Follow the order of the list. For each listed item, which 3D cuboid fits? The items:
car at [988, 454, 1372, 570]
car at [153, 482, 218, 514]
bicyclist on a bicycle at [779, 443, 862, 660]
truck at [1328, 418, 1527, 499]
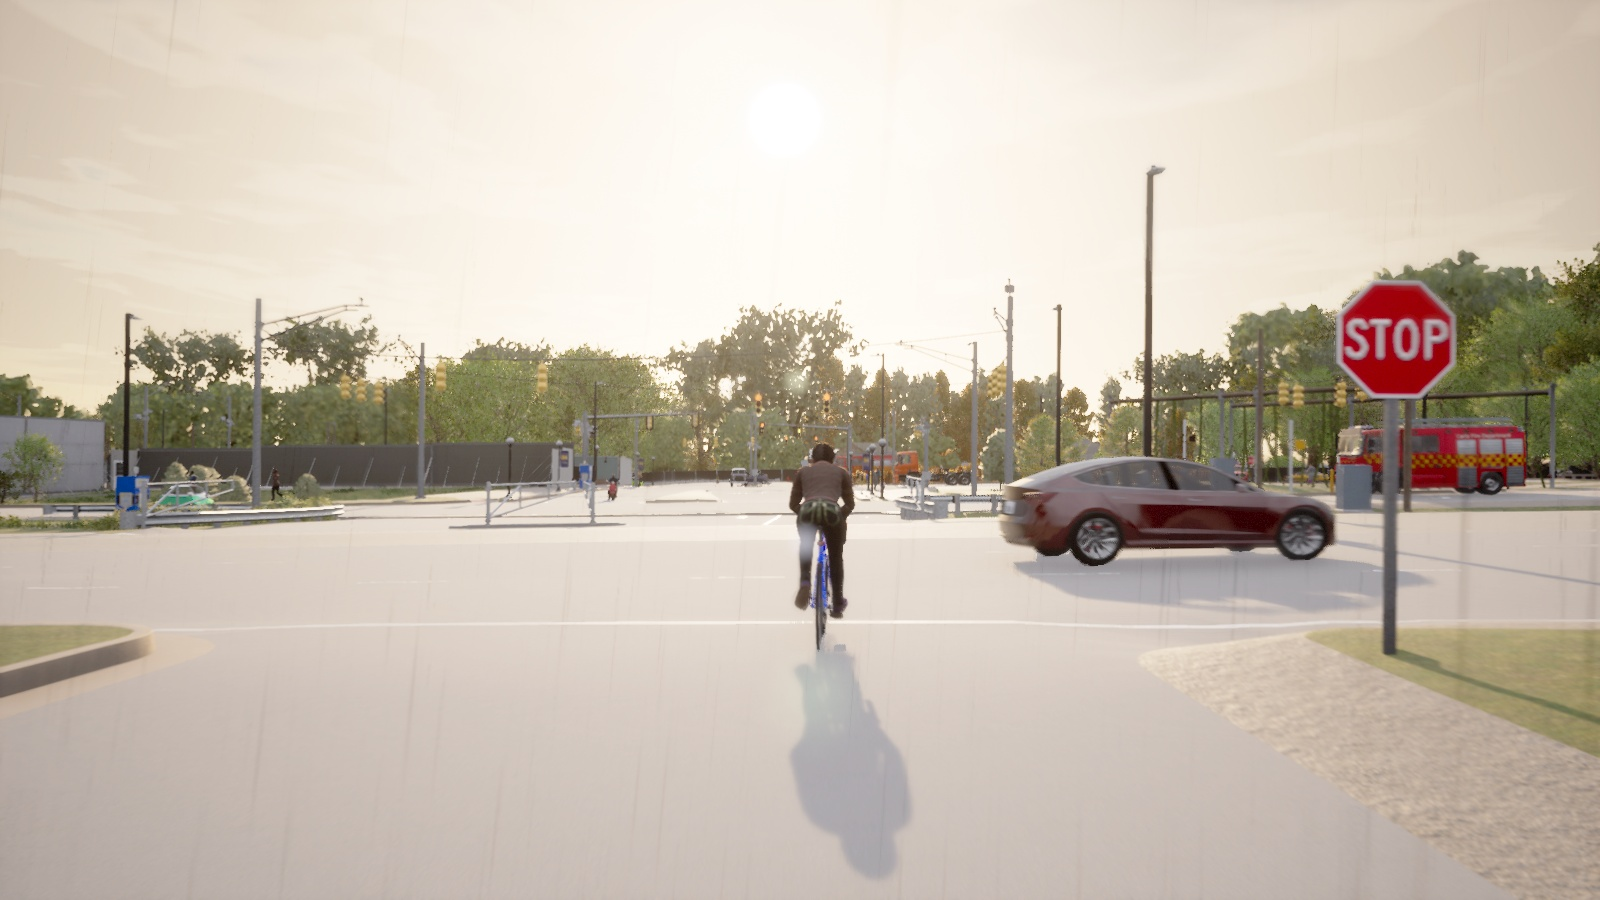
[{"bbox_3d":[5.342,0.829,18.025,4.792,1.488,2.163,-1,0,-8],"label":"car"},{"bbox_3d":[-27.629,2.163,56.489,2.207,1.376,1.481,-1,0,1],"label":"car"},{"bbox_3d":[0.192,0.760,10.197,0.582,1.620,1.656,0,0,4],"label":"bicyclist on a bicycle"},{"bbox_3d":[31.439,0.407,63.121,8.468,3.827,2.891,-1,0,0],"label":"truck"}]
